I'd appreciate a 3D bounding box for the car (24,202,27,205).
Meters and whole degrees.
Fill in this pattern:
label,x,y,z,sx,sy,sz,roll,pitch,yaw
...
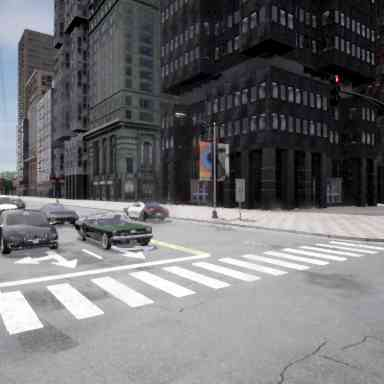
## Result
label,x,y,z,sx,sy,sz,roll,pitch,yaw
car,-20.394,1.503,38.357,1.837,1.490,4.892,0,-1,-35

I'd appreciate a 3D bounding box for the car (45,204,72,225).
label,x,y,z,sx,sy,sz,roll,pitch,yaw
car,-9.224,1.538,22.565,2.033,1.411,5.357,0,0,-35

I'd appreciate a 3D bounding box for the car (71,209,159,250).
label,x,y,z,sx,sy,sz,roll,pitch,yaw
car,-3.530,1.595,14.554,1.895,1.301,4.718,0,0,-35

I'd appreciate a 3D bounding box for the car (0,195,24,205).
label,x,y,z,sx,sy,sz,roll,pitch,yaw
car,-13.516,1.214,22.939,2.150,2.045,5.566,0,1,-38

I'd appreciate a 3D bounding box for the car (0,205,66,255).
label,x,y,z,sx,sy,sz,roll,pitch,yaw
car,-6.909,1.504,13.696,1.837,1.490,4.892,0,0,-35

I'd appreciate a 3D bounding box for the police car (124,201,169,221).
label,x,y,z,sx,sy,sz,roll,pitch,yaw
police car,-3.844,1.488,26.388,2.038,1.542,4.974,0,0,-35
